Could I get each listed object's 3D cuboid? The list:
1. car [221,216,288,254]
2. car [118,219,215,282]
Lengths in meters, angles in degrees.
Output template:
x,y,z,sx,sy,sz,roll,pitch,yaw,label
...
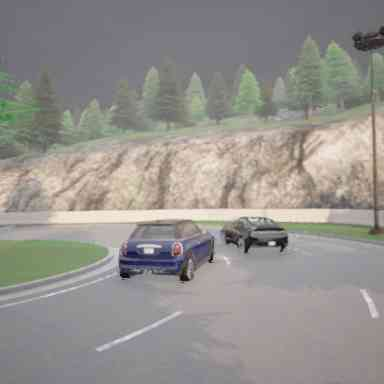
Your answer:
x,y,z,sx,sy,sz,roll,pitch,yaw,label
2.721,1.882,15.490,2.128,1.511,4.902,0,-2,-10,car
-0.609,1.671,11.113,2.097,1.767,4.553,-2,-2,15,car
